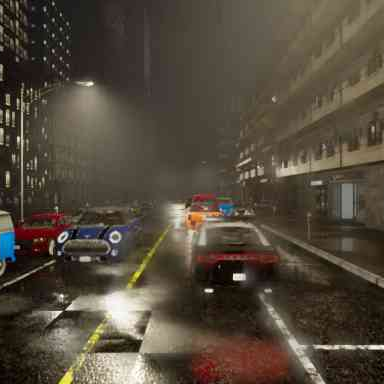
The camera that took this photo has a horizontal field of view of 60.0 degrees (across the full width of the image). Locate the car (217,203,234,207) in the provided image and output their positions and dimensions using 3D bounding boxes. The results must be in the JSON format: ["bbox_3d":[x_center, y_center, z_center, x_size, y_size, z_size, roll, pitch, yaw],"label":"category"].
[{"bbox_3d":[2.712,1.553,18.508,2.008,1.369,4.403,0,0,0],"label":"car"}]

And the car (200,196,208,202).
[{"bbox_3d":[2.790,1.591,79.429,1.752,1.417,4.829,0,0,0],"label":"car"}]

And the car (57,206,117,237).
[{"bbox_3d":[-5.669,1.568,18.519,1.947,1.339,4.313,0,0,0],"label":"car"}]

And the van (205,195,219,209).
[{"bbox_3d":[2.747,1.364,46.122,1.690,1.788,3.998,0,0,0],"label":"van"}]

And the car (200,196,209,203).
[{"bbox_3d":[2.783,1.622,73.737,1.947,1.339,4.313,0,0,0],"label":"car"}]

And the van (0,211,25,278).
[{"bbox_3d":[-5.683,1.341,7.473,1.690,1.788,3.998,0,0,0],"label":"van"}]

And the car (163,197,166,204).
[{"bbox_3d":[-5.627,1.468,51.657,1.967,1.590,4.097,0,0,0],"label":"car"}]

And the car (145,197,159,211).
[{"bbox_3d":[-5.641,1.568,40.610,2.008,1.369,4.403,0,0,0],"label":"car"}]

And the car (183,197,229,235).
[{"bbox_3d":[0.681,1.349,18.805,2.097,1.767,4.553,0,0,0],"label":"car"}]

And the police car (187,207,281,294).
[{"bbox_3d":[0.912,1.425,8.950,1.930,1.638,5.238,0,0,0],"label":"police car"}]

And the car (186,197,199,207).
[{"bbox_3d":[0.072,1.578,54.431,2.033,1.411,5.357,0,0,0],"label":"car"}]

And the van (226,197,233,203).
[{"bbox_3d":[2.726,1.349,29.554,1.690,1.788,3.998,0,0,0],"label":"van"}]

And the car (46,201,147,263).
[{"bbox_3d":[-3.084,1.352,11.863,2.097,1.767,4.553,0,0,0],"label":"car"}]

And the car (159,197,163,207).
[{"bbox_3d":[-5.634,1.573,46.133,2.008,1.369,4.403,0,0,0],"label":"car"}]

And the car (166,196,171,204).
[{"bbox_3d":[-5.612,1.606,62.702,1.947,1.339,4.313,0,0,0],"label":"car"}]

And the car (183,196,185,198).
[{"bbox_3d":[0.085,1.526,44.235,1.837,1.490,4.892,0,0,1],"label":"car"}]

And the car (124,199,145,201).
[{"bbox_3d":[-5.655,1.448,29.566,1.967,1.590,4.097,0,0,0],"label":"car"}]

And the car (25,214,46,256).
[{"bbox_3d":[-5.676,1.545,12.996,1.887,1.381,4.507,0,0,0],"label":"car"}]

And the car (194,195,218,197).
[{"bbox_3d":[0.933,1.230,24.871,2.150,2.045,5.566,0,0,0],"label":"car"}]

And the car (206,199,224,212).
[{"bbox_3d":[2.740,1.562,40.599,1.887,1.381,4.507,0,0,0],"label":"car"}]
